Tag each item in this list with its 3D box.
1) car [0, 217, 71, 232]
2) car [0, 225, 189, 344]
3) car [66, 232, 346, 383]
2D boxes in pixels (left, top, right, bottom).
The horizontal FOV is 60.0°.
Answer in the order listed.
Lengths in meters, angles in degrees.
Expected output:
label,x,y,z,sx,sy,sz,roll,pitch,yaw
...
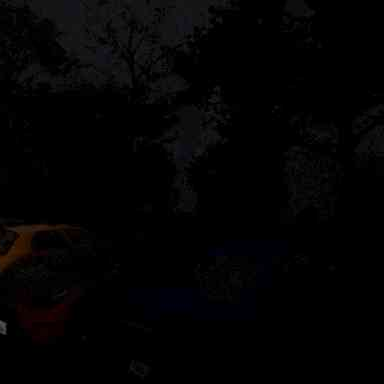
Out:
label,x,y,z,sx,sy,sz,roll,pitch,yaw
car,-3.372,1.443,8.392,1.946,1.575,5.366,1,1,35
car,-1.334,1.497,6.675,2.163,1.488,4.792,1,0,35
car,0.953,1.477,5.074,2.097,1.535,5.008,0,0,35
